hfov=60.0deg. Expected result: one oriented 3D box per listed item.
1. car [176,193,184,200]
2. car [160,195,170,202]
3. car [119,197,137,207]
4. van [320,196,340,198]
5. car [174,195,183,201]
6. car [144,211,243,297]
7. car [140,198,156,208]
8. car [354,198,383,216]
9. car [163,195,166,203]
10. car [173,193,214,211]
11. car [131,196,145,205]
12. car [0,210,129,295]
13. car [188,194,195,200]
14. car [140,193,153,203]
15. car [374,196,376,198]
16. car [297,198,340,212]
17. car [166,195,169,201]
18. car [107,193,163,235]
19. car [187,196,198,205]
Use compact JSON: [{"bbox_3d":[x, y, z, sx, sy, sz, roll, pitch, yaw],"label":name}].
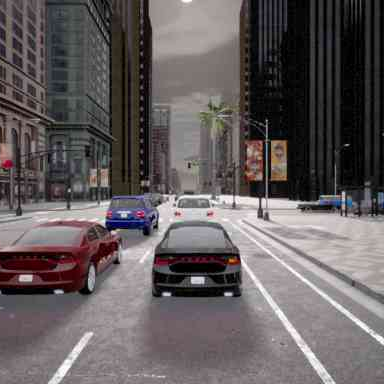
[{"bbox_3d":[-3.301,1.195,92.029,2.097,1.767,4.553,0,0,0],"label":"car"},{"bbox_3d":[-6.545,1.531,80.616,2.128,1.511,4.902,0,0,0],"label":"car"},{"bbox_3d":[-9.912,1.494,51.832,2.128,1.511,4.902,0,0,-3],"label":"car"},{"bbox_3d":[17.044,1.315,39.796,3.998,1.788,1.690,0,0,0],"label":"van"},{"bbox_3d":[-3.296,1.497,81.639,1.837,1.490,4.892,0,0,0],"label":"car"},{"bbox_3d":[0.094,1.477,8.608,1.882,1.535,5.008,0,0,0],"label":"car"},{"bbox_3d":[-6.607,1.603,50.583,1.895,1.301,4.718,0,0,-1],"label":"car"},{"bbox_3d":[17.053,1.549,31.272,4.403,1.369,2.008,0,0,0],"label":"car"},{"bbox_3d":[-6.605,1.225,60.351,2.150,2.045,5.566,0,0,1],"label":"car"},{"bbox_3d":[0.091,1.221,18.568,2.150,2.045,5.566,0,0,0],"label":"car"},{"bbox_3d":[-9.847,1.529,61.476,1.812,1.442,4.674,0,0,0],"label":"car"},{"bbox_3d":[-3.155,1.477,8.761,1.882,1.535,5.008,0,0,0],"label":"car"},{"bbox_3d":[-0.052,1.485,93.367,1.882,1.535,5.008,0,0,0],"label":"car"},{"bbox_3d":[-9.791,1.230,71.875,2.150,2.045,5.566,0,0,0],"label":"car"},{"bbox_3d":[22.721,1.285,39.801,5.009,1.841,2.192,0,0,0],"label":"car"},{"bbox_3d":[14.224,1.584,37.133,4.718,1.301,1.895,0,0,0],"label":"car"},{"bbox_3d":[-6.539,1.600,70.422,1.895,1.301,4.718,0,0,0],"label":"car"},{"bbox_3d":[-3.189,1.221,18.626,2.150,2.045,5.566,0,0,2],"label":"car"},{"bbox_3d":[0.061,1.510,61.584,1.837,1.490,4.892,0,0,0],"label":"car"}]
